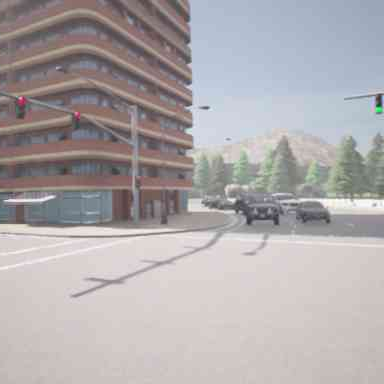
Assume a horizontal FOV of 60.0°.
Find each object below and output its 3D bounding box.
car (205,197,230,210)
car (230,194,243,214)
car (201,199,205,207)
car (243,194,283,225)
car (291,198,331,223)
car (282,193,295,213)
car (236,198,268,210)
[{"bbox_3d":[3.878,1.469,44.222,2.097,1.767,4.553,-1,0,-20],"label":"car"},{"bbox_3d":[5.869,1.245,34.496,2.150,2.045,5.566,-1,0,-5],"label":"car"},{"bbox_3d":[3.364,1.680,52.997,1.837,1.490,4.892,-1,0,-33],"label":"car"},{"bbox_3d":[5.119,1.204,24.156,2.150,2.045,5.566,-1,0,12],"label":"car"},{"bbox_3d":[8.795,1.414,24.459,1.837,1.490,4.892,-1,0,9],"label":"car"},{"bbox_3d":[9.380,1.170,33.982,2.150,2.045,5.566,-1,0,-5],"label":"car"},{"bbox_3d":[7.799,1.526,43.769,2.128,1.511,4.902,-1,0,-18],"label":"car"}]
